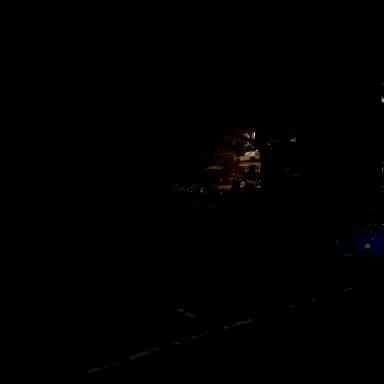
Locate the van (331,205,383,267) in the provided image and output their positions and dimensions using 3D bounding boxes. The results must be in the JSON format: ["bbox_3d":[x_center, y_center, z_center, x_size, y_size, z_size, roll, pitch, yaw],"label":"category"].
[{"bbox_3d":[6.317,1.333,11.073,3.998,1.788,1.690,0,0,-36],"label":"van"}]
